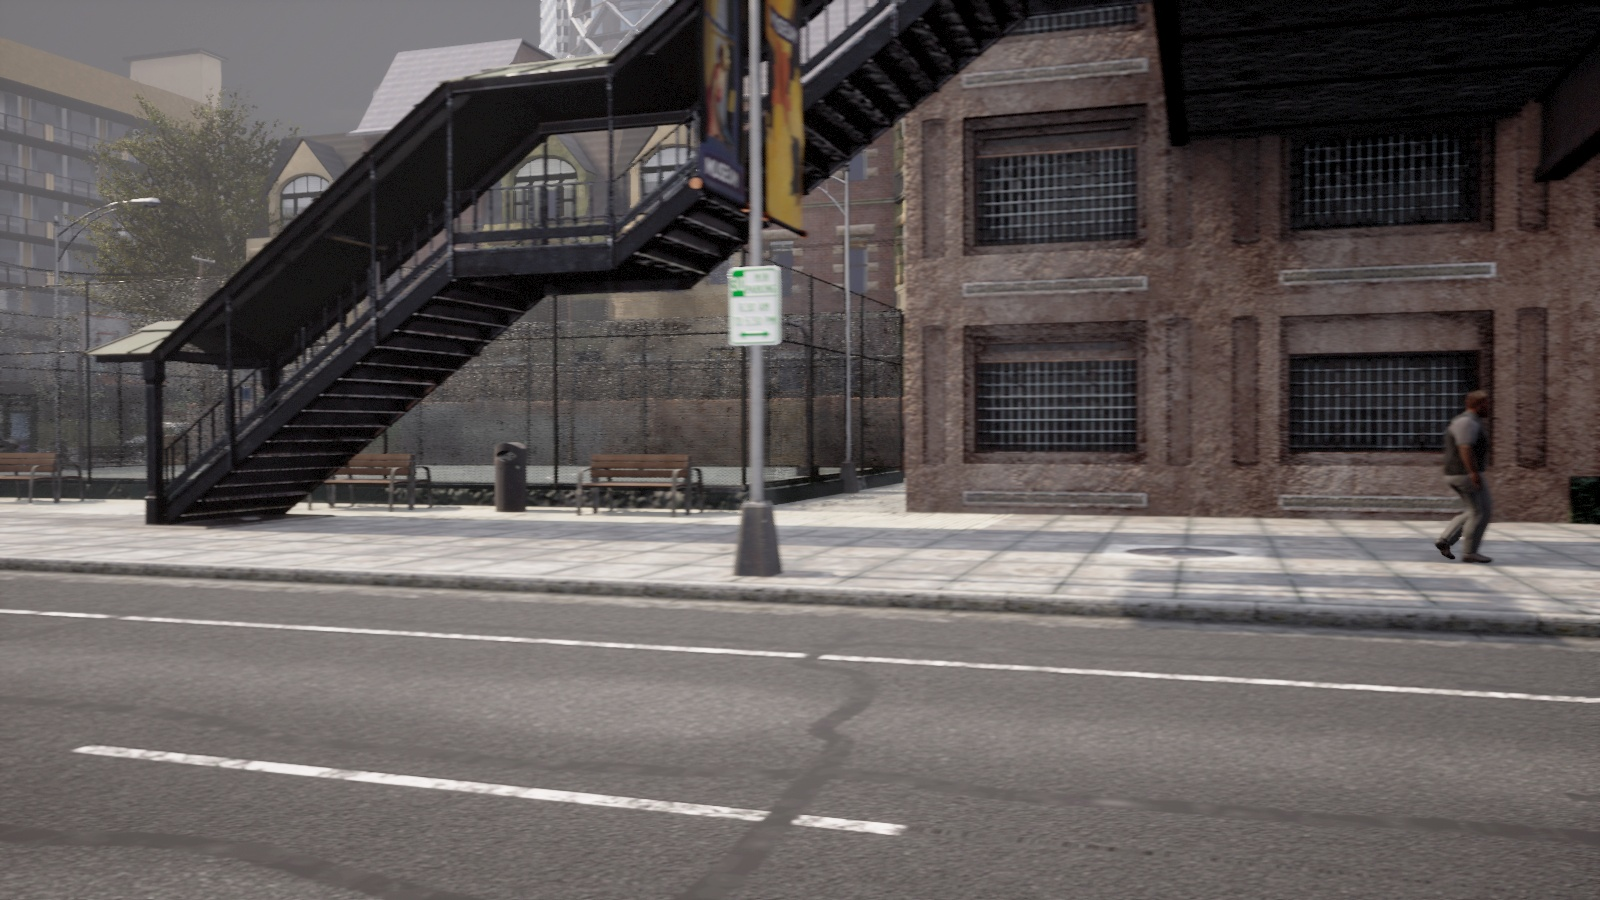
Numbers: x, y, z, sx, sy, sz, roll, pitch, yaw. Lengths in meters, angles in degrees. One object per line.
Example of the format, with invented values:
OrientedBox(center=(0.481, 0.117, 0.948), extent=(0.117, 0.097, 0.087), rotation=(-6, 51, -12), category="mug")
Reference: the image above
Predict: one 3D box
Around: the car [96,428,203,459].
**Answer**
OrientedBox(center=(-33.354, -0.361, 64.599), extent=(1.882, 1.535, 5.008), rotation=(1, 1, 18), category="car")

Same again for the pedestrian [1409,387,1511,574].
OrientedBox(center=(6.831, 0.299, 13.033), extent=(0.849, 1.883, 0.563), rotation=(1, 1, 21), category="pedestrian")

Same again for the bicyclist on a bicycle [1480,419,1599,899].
OrientedBox(center=(2.294, 0.749, 2.416), extent=(1.656, 1.620, 0.582), rotation=(0, 1, 19), category="bicyclist on a bicycle")
